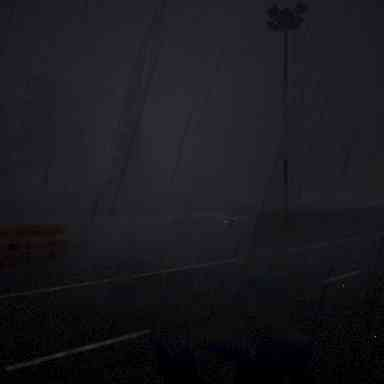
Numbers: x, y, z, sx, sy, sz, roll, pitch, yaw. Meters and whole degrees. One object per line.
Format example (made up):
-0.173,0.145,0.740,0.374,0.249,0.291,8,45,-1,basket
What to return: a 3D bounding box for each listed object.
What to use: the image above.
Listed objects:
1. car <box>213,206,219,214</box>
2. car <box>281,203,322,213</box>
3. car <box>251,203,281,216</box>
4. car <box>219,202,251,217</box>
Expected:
4.428,1.962,40.465,1.994,1.385,4.181,0,-1,44,car
10.879,1.848,32.032,1.837,1.490,4.892,0,-1,44,car
8.776,1.908,34.848,2.033,1.411,5.357,0,-1,44,car
5.775,1.915,36.768,2.033,1.411,5.357,0,-1,44,car
